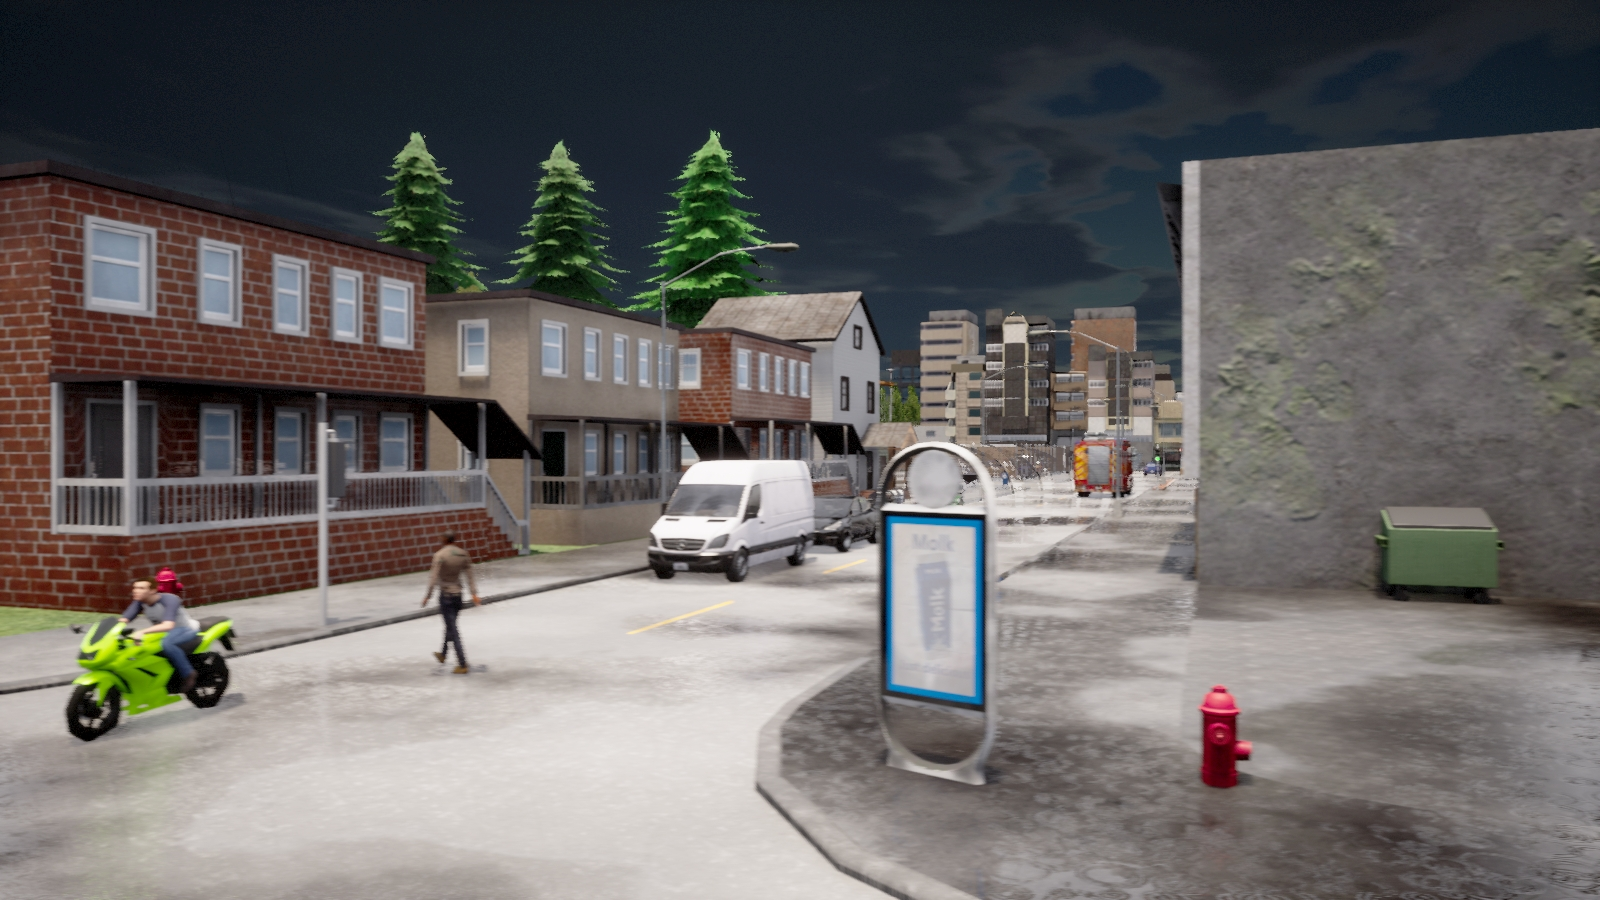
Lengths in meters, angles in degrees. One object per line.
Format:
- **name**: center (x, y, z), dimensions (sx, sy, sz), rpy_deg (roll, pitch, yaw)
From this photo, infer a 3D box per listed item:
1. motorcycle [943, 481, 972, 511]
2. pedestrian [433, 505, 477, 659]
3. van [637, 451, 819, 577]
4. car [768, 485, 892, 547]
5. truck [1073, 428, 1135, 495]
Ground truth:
- **motorcycle**: center (6.776, 1.962, 49.040), dimensions (0.856, 1.236, 1.805), rpy_deg (0, 0, 20)
- **pedestrian**: center (-4.296, 1.628, 14.225), dimensions (0.375, 1.860, 0.375), rpy_deg (0, 0, 42)
- **van**: center (-1.470, 1.314, 26.412), dimensions (1.988, 2.561, 5.915), rpy_deg (0, 0, 20)
- **car**: center (0.968, 1.843, 33.090), dimensions (2.163, 1.488, 4.792), rpy_deg (0, 0, 20)
- **truck**: center (18.651, 0.670, 69.819), dimensions (2.891, 3.827, 8.468), rpy_deg (0, 0, 20)
